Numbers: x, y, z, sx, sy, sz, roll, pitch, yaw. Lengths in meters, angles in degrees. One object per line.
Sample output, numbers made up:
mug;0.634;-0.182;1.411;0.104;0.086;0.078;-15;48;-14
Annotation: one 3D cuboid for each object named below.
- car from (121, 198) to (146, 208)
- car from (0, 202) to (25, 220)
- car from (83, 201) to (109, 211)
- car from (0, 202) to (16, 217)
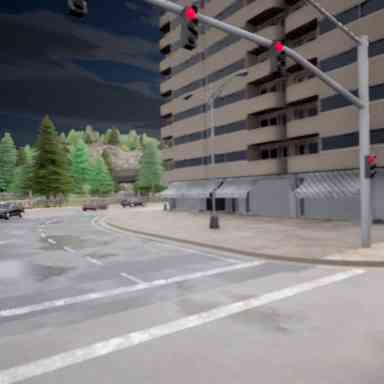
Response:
car;-9.484;1.720;54.354;2.128;1.511;4.902;-1;0;32
car;-17.564;1.831;31.556;2.128;1.511;4.902;-1;0;-5
car;-12.964;1.841;45.012;1.994;1.385;4.181;-1;0;14
car;-21.285;1.918;36.078;1.837;1.490;4.892;-1;0;0
